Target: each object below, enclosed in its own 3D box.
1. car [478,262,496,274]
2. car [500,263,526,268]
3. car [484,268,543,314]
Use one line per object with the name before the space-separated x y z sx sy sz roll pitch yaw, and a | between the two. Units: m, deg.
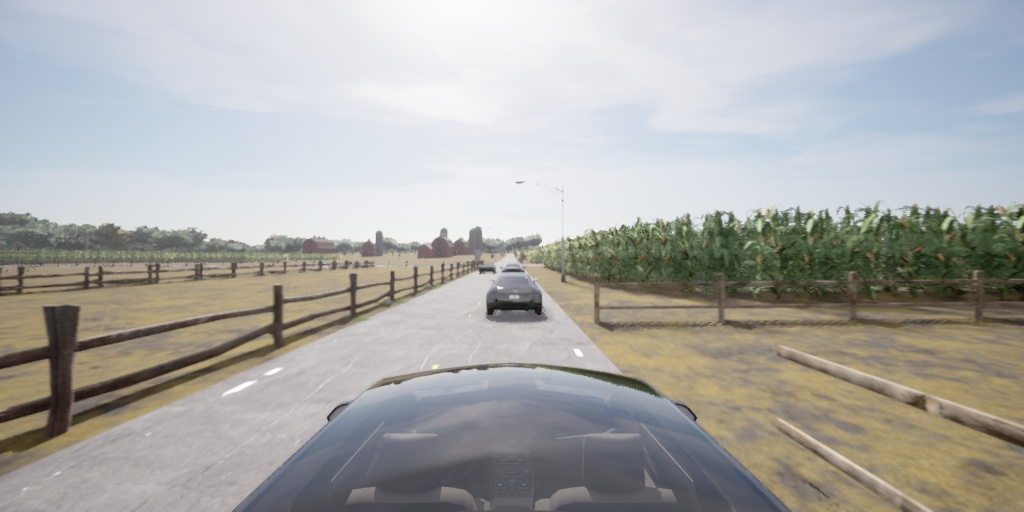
car | -2.851 1.372 42.231 1.895 1.301 4.718 0 0 0
car | 0.080 1.271 28.931 1.837 1.490 4.892 0 0 0
car | 0.083 1.321 13.802 1.994 1.385 4.181 0 0 0
